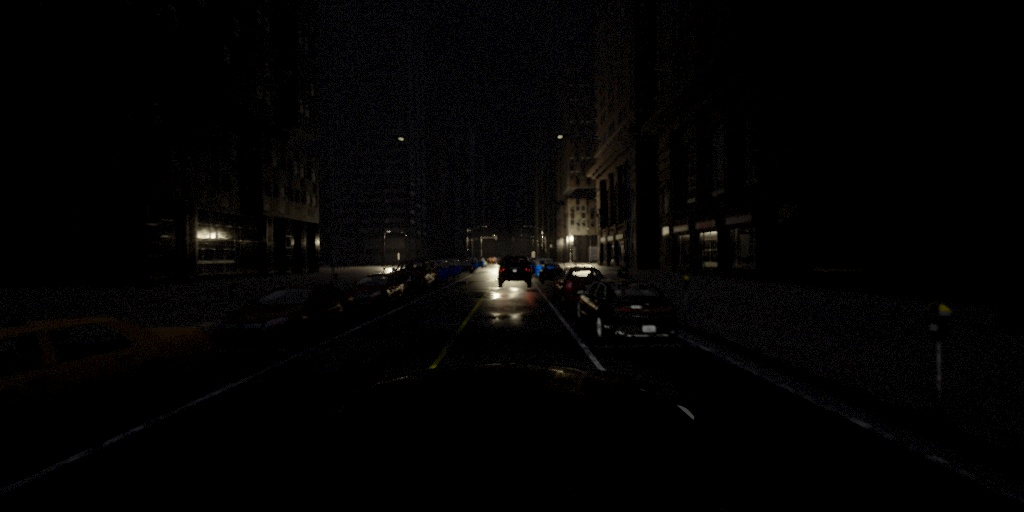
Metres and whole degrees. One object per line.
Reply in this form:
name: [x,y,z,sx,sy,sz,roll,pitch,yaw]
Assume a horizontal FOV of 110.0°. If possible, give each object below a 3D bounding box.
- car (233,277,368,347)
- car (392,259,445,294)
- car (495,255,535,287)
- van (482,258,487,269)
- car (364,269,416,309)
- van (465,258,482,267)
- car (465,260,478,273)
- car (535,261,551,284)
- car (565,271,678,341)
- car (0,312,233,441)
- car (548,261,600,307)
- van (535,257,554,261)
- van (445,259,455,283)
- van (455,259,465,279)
car: [-5.688,1.406,9.587,1.802,1.307,4.207,0,0,0]
car: [-5.655,1.143,20.942,2.192,1.841,5.009,0,0,0]
car: [0.189,0.979,24.672,2.150,2.045,5.566,-1,0,0]
van: [-5.540,1.191,60.684,1.690,1.789,3.998,0,0,0]
car: [-5.672,1.408,15.265,1.802,1.307,4.207,0,0,0]
van: [-5.573,1.183,49.329,1.690,1.789,3.998,0,0,0]
car: [-5.589,1.421,43.651,1.802,1.307,4.207,0,0,0]
car: [2.886,1.273,26.604,2.007,1.370,4.403,0,0,0]
car: [2.836,1.267,9.571,2.007,1.370,4.403,0,0,0]
car: [-5.705,1.348,3.740,1.751,1.417,4.829,0,0,0]
car: [2.852,1.158,15.248,1.967,1.591,4.097,0,0,0]
van: [2.902,1.066,32.282,1.690,1.789,3.998,0,0,0]
van: [-5.639,1.171,26.620,1.690,1.789,3.998,0,0,0]
van: [-5.622,1.173,32.297,1.690,1.789,3.998,0,0,0]
